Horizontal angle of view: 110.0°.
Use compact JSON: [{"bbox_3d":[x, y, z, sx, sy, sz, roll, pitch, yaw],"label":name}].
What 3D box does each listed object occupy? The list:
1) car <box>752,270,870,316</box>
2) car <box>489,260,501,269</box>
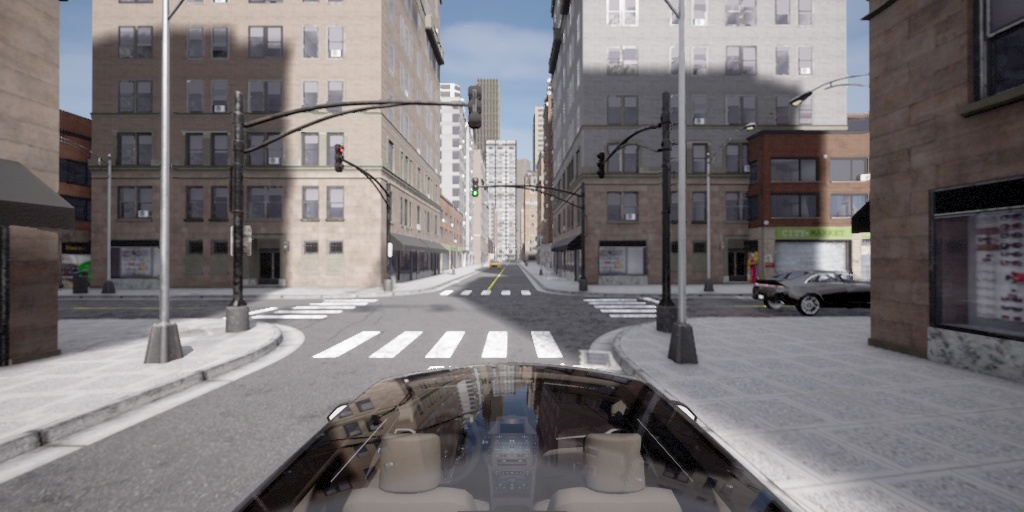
[{"bbox_3d":[11.441,1.266,12.983,4.902,1.511,2.128,0,0,0],"label":"car"},{"bbox_3d":[-2.923,1.518,62.684,1.882,1.535,5.008,0,0,0],"label":"car"}]
